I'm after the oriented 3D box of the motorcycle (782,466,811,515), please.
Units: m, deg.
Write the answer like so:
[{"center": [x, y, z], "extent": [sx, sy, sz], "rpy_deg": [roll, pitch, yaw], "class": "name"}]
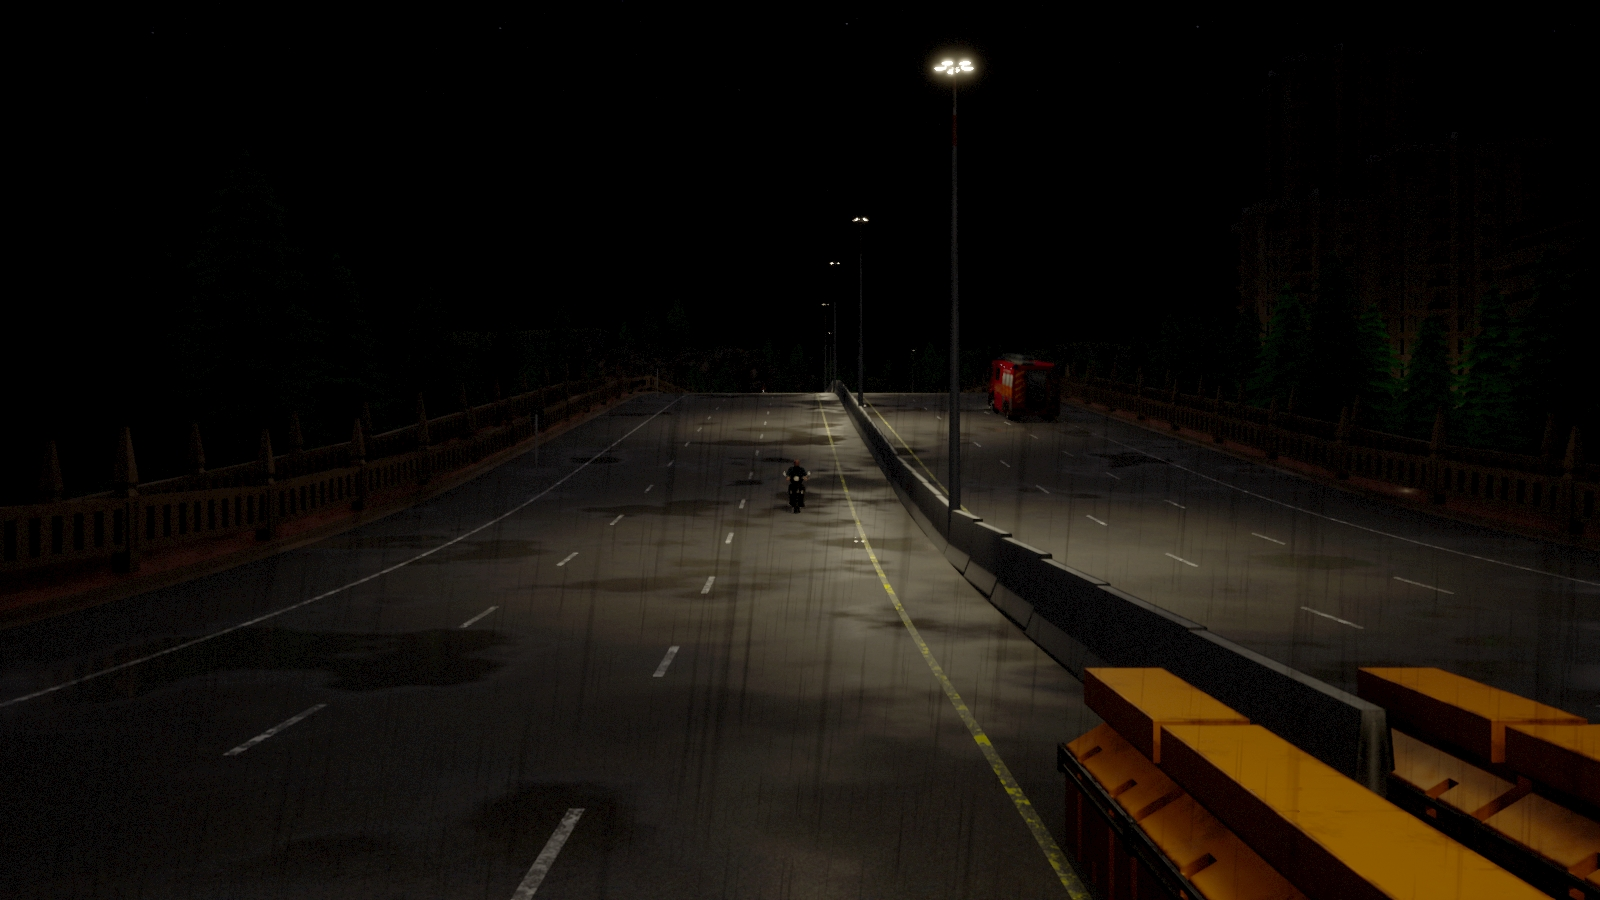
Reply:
[{"center": [-0.104, 1.237, 35.178], "extent": [0.856, 1.316, 1.805], "rpy_deg": [0, 5, 0], "class": "motorcycle"}]
